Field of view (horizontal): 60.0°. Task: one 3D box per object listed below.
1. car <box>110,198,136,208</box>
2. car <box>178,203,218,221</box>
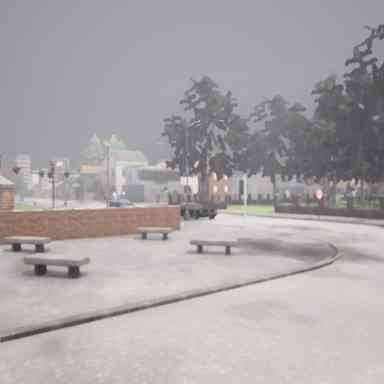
[{"bbox_3d":[-8.301,1.496,39.485,1.812,1.442,4.674,0,0,-35],"label":"car"},{"bbox_3d":[0.051,1.571,27.629,1.895,1.301,4.718,0,0,-35],"label":"car"}]
